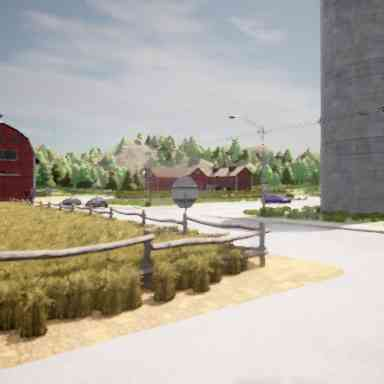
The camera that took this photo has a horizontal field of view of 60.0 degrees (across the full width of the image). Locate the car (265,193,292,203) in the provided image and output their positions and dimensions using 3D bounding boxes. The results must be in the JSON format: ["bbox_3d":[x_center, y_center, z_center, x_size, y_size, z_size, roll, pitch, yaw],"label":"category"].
[{"bbox_3d":[14.319,1.181,55.189,2.242,1.667,4.611,0,0,-36],"label":"car"}]

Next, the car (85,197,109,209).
[{"bbox_3d":[-12.194,1.424,42.714,1.812,1.442,4.674,0,0,-35],"label":"car"}]

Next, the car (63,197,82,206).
[{"bbox_3d":[-18.482,1.463,51.357,1.994,1.385,4.181,0,0,-36],"label":"car"}]

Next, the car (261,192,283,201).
[{"bbox_3d":[17.817,0.916,74.159,1.932,1.855,4.605,0,0,-36],"label":"car"}]
